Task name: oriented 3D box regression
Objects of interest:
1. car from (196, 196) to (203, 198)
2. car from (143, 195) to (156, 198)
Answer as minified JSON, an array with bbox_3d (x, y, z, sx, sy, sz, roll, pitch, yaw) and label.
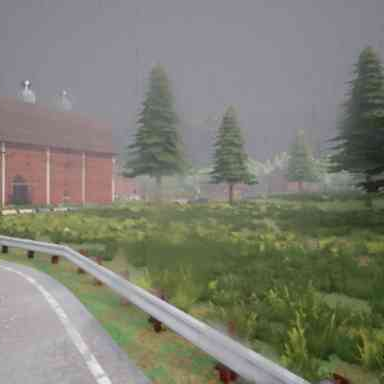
[{"bbox_3d":[1.107,1.518,60.872,2.033,1.411,5.357,0,0,36],"label":"car"},{"bbox_3d":[-11.686,1.446,90.000,1.816,1.474,4.193,0,0,35],"label":"car"}]
